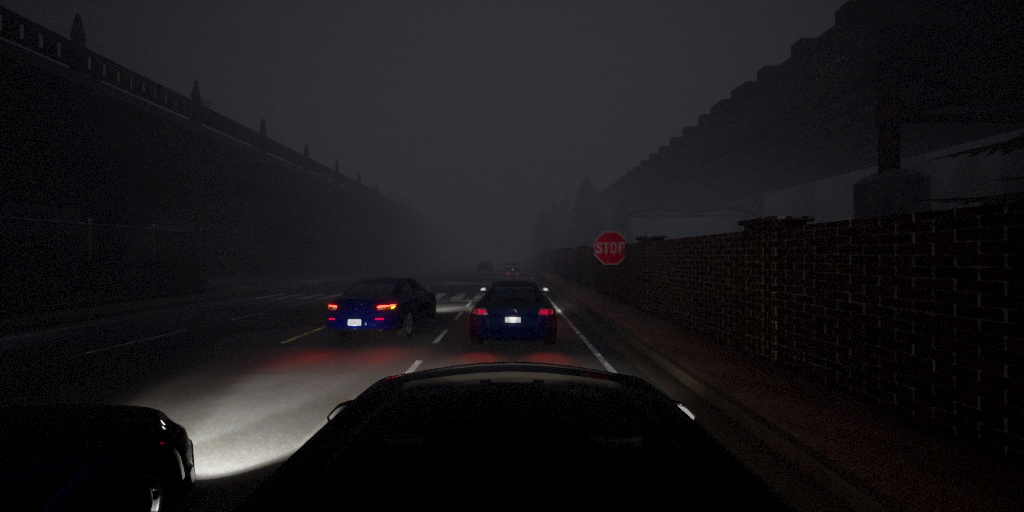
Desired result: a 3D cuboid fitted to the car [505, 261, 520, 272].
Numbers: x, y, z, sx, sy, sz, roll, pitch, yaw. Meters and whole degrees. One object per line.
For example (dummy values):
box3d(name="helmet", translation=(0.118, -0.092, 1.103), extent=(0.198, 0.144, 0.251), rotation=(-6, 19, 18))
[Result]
box3d(name="car", translation=(0.060, 1.351, 46.261), extent=(1.895, 1.301, 4.718), rotation=(0, 0, -1))

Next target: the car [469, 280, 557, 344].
box3d(name="car", translation=(0.061, 1.314, 9.551), extent=(1.994, 1.385, 4.181), rotation=(0, 0, 1))

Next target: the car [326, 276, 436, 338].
box3d(name="car", translation=(-3.421, 1.276, 10.070), extent=(1.812, 1.442, 4.674), rotation=(0, 0, 0))

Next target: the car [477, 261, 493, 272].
box3d(name="car", translation=(-3.434, 1.297, 46.066), extent=(2.033, 1.411, 5.357), rotation=(0, 0, -1))

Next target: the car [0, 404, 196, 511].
box3d(name="car", translation=(-3.399, 1.314, 0.974), extent=(1.994, 1.385, 4.181), rotation=(0, 0, 0))
